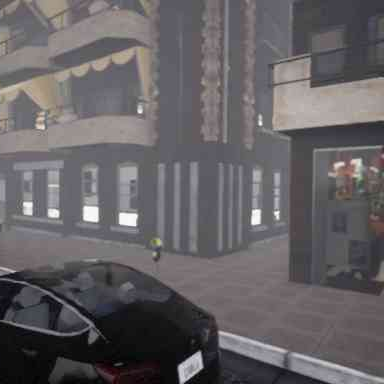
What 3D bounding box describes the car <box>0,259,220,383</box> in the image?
[{"bbox_3d":[-1.703,1.528,4.086,4.313,1.339,1.947,1,1,36],"label":"car"}]
